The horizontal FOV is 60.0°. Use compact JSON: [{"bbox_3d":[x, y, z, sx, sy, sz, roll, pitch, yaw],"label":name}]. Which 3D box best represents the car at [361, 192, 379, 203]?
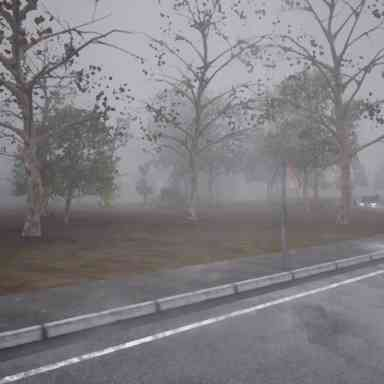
[{"bbox_3d":[26.647,0.759,49.710,1.882,1.535,5.008,-1,1,38],"label":"car"}]
